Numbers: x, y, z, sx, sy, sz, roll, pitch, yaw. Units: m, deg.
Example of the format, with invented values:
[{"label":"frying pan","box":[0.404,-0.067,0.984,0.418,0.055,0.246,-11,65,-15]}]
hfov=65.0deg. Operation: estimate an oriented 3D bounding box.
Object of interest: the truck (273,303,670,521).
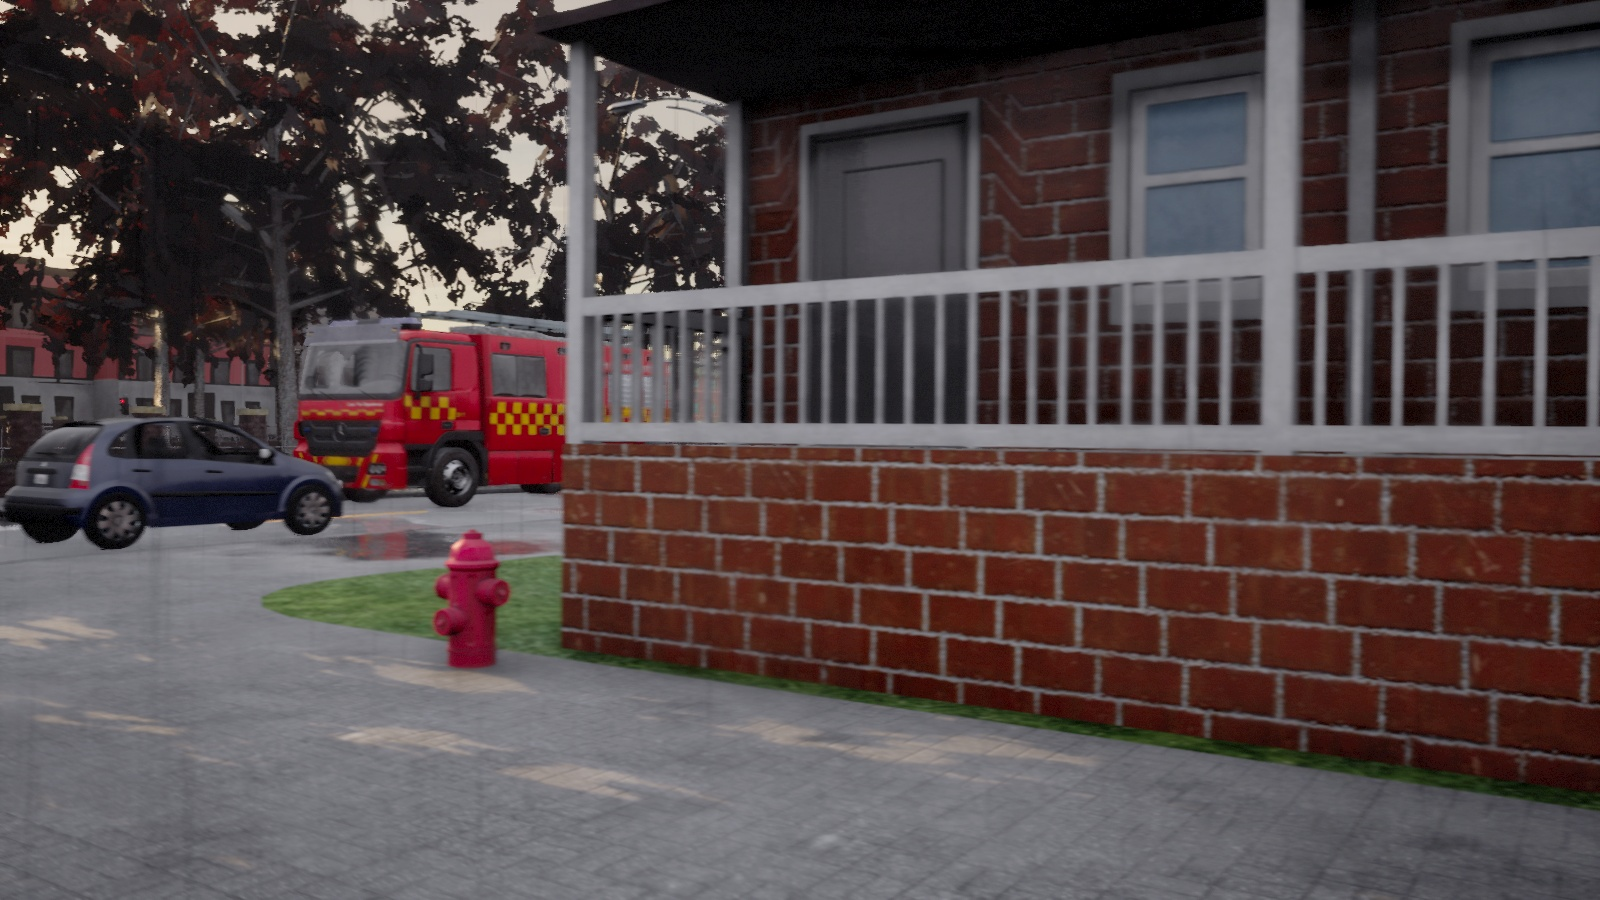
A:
[{"label":"truck","box":[-6.462,-0.736,26.465,2.891,3.827,8.468,0,1,30]}]

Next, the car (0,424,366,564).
[{"label":"car","box":[-8.045,0.475,16.686,1.851,1.617,3.988,0,1,32]}]
